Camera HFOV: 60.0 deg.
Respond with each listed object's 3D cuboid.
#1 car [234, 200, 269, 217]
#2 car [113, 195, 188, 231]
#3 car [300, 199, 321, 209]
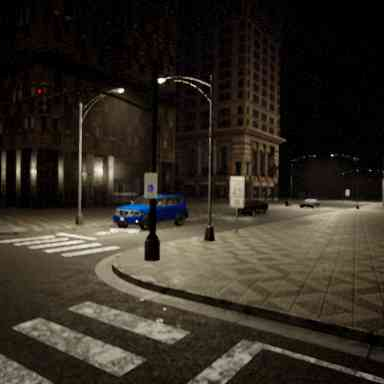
[{"bbox_3d":[5.946,1.543,32.955,1.882,1.535,5.008,1,1,35],"label":"car"},{"bbox_3d":[-2.435,1.200,21.161,2.150,2.045,5.566,1,0,34],"label":"car"},{"bbox_3d":[17.575,1.719,49.187,2.033,1.411,5.357,1,1,35],"label":"car"}]
